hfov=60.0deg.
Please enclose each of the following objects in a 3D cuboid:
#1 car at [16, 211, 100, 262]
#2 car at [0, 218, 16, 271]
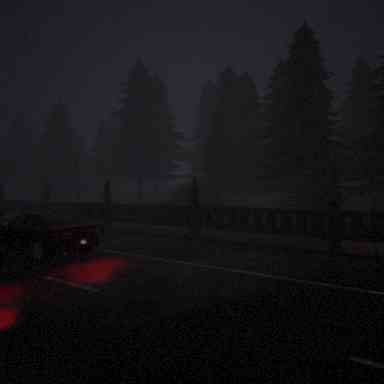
[{"bbox_3d":[-5.511,1.448,12.142,5.008,1.535,1.882,0,0,35],"label":"car"},{"bbox_3d":[-7.014,1.452,8.918,5.008,1.535,1.882,0,0,35],"label":"car"}]
